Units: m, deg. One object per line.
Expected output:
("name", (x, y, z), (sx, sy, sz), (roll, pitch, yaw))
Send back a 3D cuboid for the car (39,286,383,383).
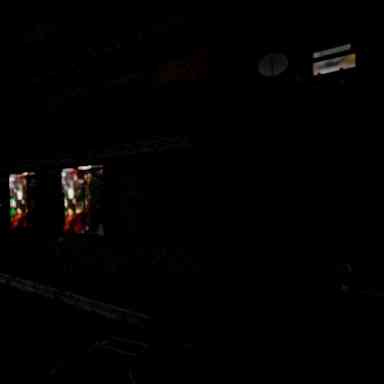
("car", (0.672, 1.441, 2.277), (4.097, 1.590, 1.967), (0, -1, 36))
